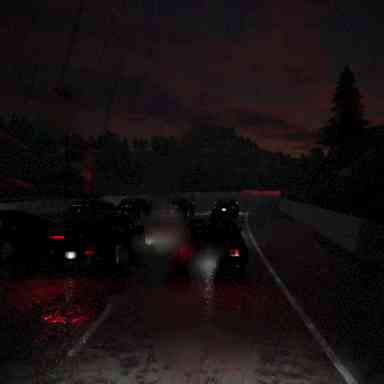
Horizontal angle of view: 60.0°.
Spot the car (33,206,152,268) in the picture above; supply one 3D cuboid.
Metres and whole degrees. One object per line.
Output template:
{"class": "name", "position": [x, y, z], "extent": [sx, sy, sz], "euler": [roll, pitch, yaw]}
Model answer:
{"class": "car", "position": [-2.833, 1.371, 10.793], "extent": [1.837, 1.490, 4.892], "euler": [0, -1, 5]}

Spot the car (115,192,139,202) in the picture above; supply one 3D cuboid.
{"class": "car", "position": [-11.241, 0.790, 58.056], "extent": [1.882, 1.535, 5.008], "euler": [0, 1, 18]}

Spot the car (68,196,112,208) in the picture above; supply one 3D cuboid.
{"class": "car", "position": [-7.894, 1.173, 26.828], "extent": [2.128, 1.511, 4.902], "euler": [0, 1, 10]}

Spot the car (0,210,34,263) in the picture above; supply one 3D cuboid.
{"class": "car", "position": [-6.292, 1.364, 11.385], "extent": [1.837, 1.490, 4.892], "euler": [0, 0, 6]}

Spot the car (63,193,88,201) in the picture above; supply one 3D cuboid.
{"class": "car", "position": [-21.345, 0.876, 60.980], "extent": [1.895, 1.301, 4.718], "euler": [0, 1, 18]}

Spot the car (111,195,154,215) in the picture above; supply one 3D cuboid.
{"class": "car", "position": [-4.415, 1.193, 26.402], "extent": [1.837, 1.490, 4.892], "euler": [0, 1, 10]}

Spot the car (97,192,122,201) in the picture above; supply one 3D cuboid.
{"class": "car", "position": [-14.555, 0.776, 59.195], "extent": [1.882, 1.535, 5.008], "euler": [0, 1, 18]}

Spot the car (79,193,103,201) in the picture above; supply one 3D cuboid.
{"class": "car", "position": [-18.079, 0.855, 59.676], "extent": [1.994, 1.385, 4.181], "euler": [0, 1, 18]}

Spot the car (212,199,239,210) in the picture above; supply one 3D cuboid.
{"class": "car", "position": [2.704, 1.253, 26.508], "extent": [1.994, 1.385, 4.181], "euler": [0, 1, 10]}

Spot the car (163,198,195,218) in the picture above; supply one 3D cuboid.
{"class": "car", "position": [-0.932, 1.199, 26.018], "extent": [1.837, 1.490, 4.892], "euler": [0, 1, 10]}

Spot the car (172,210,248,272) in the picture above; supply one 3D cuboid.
{"class": "car", "position": [0.637, 1.478, 10.376], "extent": [1.895, 1.301, 4.718], "euler": [0, 1, 5]}
